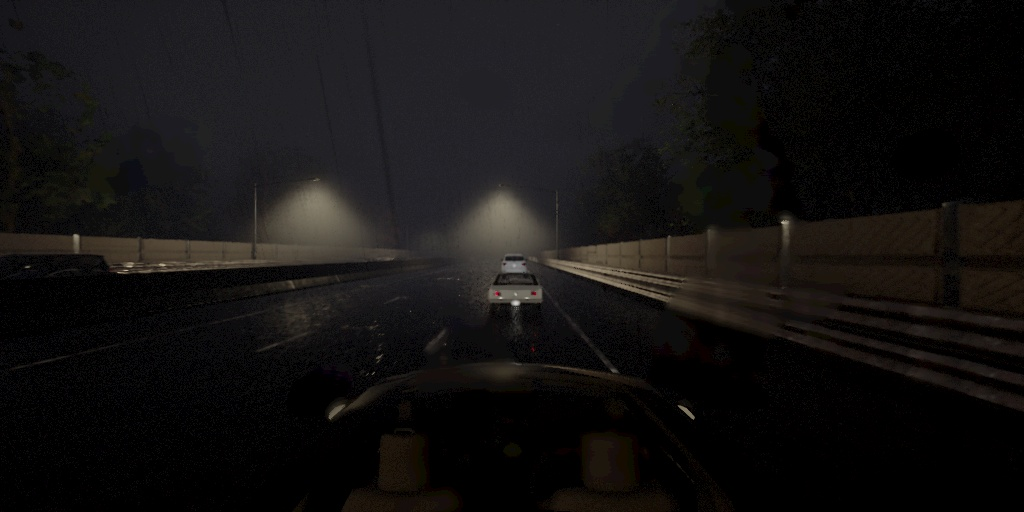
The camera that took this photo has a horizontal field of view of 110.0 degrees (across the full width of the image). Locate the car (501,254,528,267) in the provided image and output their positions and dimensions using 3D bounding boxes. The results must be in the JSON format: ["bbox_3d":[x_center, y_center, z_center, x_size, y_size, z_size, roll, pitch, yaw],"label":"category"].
[{"bbox_3d":[0.205,0.832,32.059,2.150,2.045,5.566,0,0,0],"label":"car"}]

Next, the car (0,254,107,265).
[{"bbox_3d":[-21.053,0.911,15.620,2.150,2.045,5.566,0,0,0],"label":"car"}]

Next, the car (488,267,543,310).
[{"bbox_3d":[0.137,1.292,14.273,1.895,1.301,4.718,0,0,0],"label":"car"}]

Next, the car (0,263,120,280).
[{"bbox_3d":[-17.559,1.191,13.648,2.128,1.511,4.902,0,0,0],"label":"car"}]
